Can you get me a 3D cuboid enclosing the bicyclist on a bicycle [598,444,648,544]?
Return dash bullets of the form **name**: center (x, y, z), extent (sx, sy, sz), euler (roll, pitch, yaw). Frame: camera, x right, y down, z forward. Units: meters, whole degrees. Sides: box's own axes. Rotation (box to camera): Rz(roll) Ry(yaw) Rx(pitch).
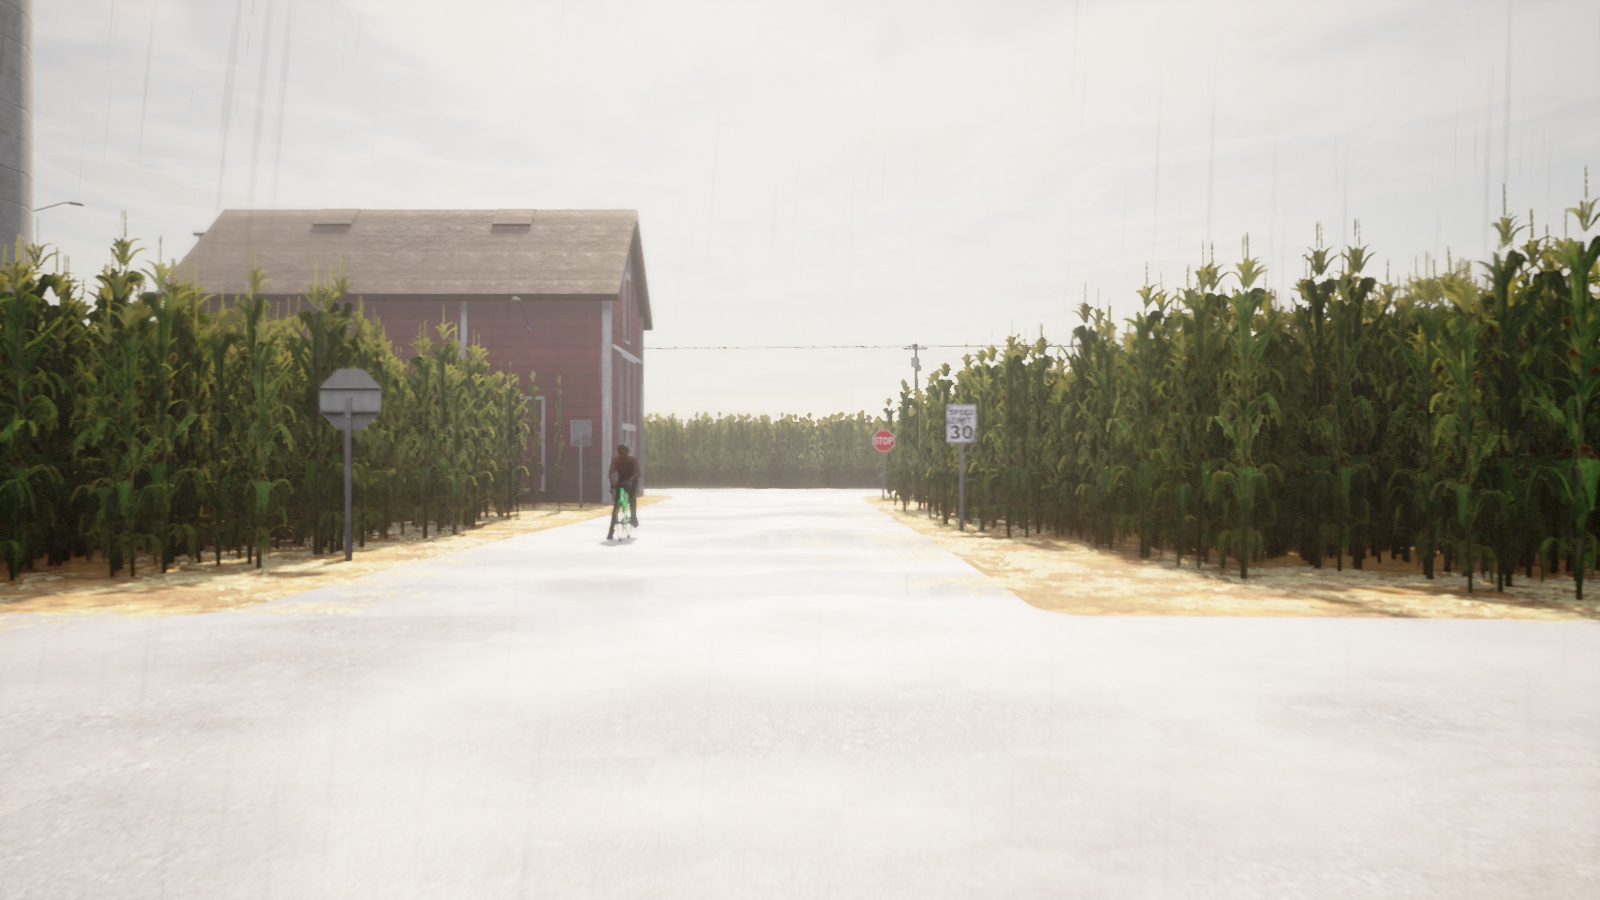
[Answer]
- **bicyclist on a bicycle**: center (-2.965, 0.721, 21.142), extent (0.582, 1.620, 1.656), euler (0, 0, 0)
